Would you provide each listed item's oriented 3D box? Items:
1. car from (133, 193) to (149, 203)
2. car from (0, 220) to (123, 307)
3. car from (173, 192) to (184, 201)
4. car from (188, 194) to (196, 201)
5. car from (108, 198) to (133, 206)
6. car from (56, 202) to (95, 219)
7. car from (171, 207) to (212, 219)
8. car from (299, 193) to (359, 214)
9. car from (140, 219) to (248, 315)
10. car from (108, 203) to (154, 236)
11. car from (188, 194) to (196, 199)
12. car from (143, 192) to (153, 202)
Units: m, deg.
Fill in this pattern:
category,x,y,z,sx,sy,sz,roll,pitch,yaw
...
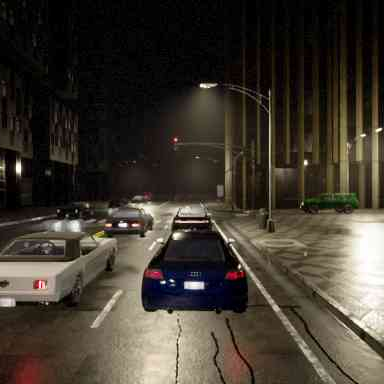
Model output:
category,x,y,z,sx,sy,sz,roll,pitch,yaw
car,-9.836,1.410,61.292,2.033,1.411,5.357,0,0,0
car,-3.150,1.597,7.902,1.895,1.301,4.718,0,0,0
car,-3.277,1.302,75.033,1.837,1.490,4.892,0,0,0
car,-0.027,1.342,75.033,2.033,1.411,5.357,0,0,0
car,-9.865,1.469,44.977,2.033,1.411,5.357,0,0,0
car,-9.861,1.566,28.480,1.895,1.301,4.718,0,0,0
car,-0.007,1.478,16.556,2.128,1.511,4.902,0,0,0
car,13.556,1.113,33.029,5.566,2.045,2.150,0,0,2
car,0.083,1.561,7.682,1.994,1.385,4.181,0,0,1
car,-3.158,1.533,17.493,2.033,1.411,5.357,0,0,0
car,-0.030,1.200,85.485,1.895,1.301,4.718,0,0,0
car,-9.777,1.048,71.894,2.150,2.045,5.566,0,0,0
